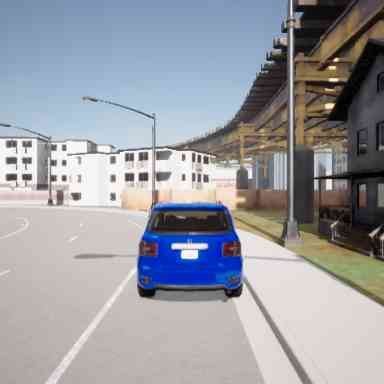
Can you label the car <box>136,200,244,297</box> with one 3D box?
[{"bbox_3d":[-0.039,1.218,8.680,2.150,2.045,5.566,0,0,0],"label":"car"}]
